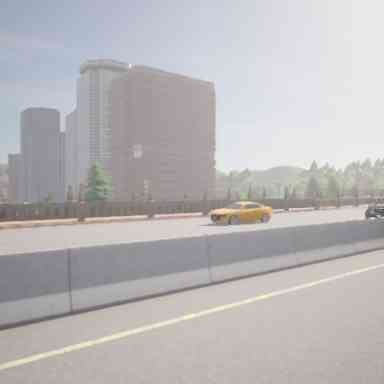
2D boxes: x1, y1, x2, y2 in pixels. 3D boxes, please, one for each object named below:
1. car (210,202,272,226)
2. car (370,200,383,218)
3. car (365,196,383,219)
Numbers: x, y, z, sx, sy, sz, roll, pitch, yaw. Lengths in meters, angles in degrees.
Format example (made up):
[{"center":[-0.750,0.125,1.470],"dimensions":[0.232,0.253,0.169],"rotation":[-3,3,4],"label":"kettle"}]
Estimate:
[{"center":[3.559,1.459,23.733],"dimensions":[5.008,1.535,1.882],"rotation":[0,0,-35],"label":"car"},{"center":[18.078,1.467,29.838],"dimensions":[4.892,1.490,1.837],"rotation":[0,0,-36],"label":"car"},{"center":[14.040,1.195,22.615],"dimensions":[5.566,2.045,2.150],"rotation":[0,0,-36],"label":"car"}]
